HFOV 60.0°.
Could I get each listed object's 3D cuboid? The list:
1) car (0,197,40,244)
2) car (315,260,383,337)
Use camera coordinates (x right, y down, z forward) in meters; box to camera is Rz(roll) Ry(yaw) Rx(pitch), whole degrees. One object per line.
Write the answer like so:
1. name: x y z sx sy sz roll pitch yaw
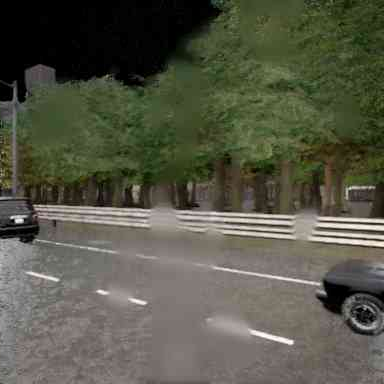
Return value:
1. car: -8.934 1.223 14.566 5.566 2.045 2.150 0 0 36
2. car: 4.441 1.601 5.000 4.718 1.301 1.895 0 0 36
